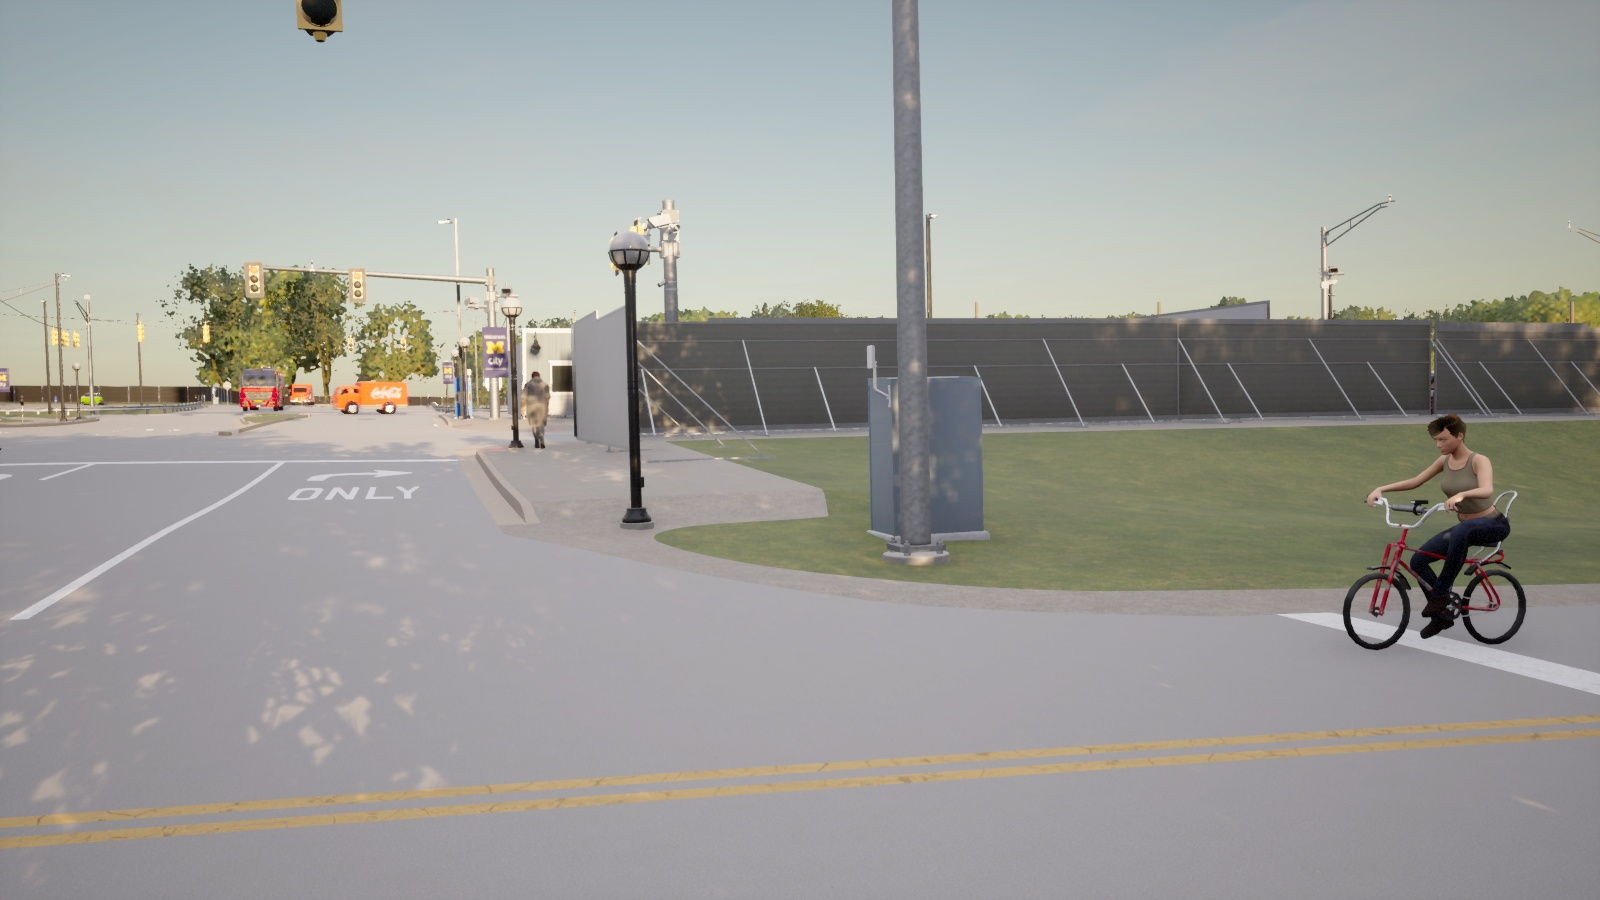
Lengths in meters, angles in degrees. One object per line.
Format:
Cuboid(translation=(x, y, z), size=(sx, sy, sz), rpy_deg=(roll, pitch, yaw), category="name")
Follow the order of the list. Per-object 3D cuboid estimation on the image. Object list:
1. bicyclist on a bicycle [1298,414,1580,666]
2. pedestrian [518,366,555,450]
Cuboid(translation=(4.373, 0.569, 8.649), size=(1.509, 1.612, 0.866), rpy_deg=(0, 1, -14), category="bicyclist on a bicycle")
Cuboid(translation=(-6.254, -0.994, 29.804), size=(0.659, 1.952, 0.873), rpy_deg=(-2, 2, -22), category="pedestrian")
